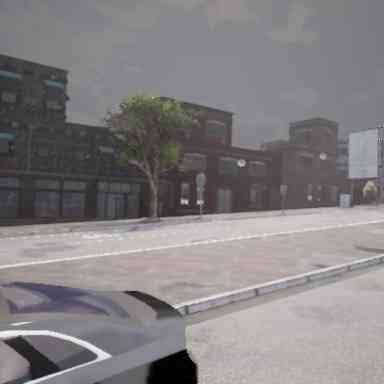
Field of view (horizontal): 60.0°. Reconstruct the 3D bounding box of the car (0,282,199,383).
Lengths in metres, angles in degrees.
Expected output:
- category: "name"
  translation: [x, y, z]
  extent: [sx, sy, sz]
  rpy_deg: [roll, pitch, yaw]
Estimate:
- category: "car"
  translation: [-2.187, 1.498, 2.027]
  extent: [4.902, 1.511, 2.128]
  rpy_deg: [0, 0, -37]
